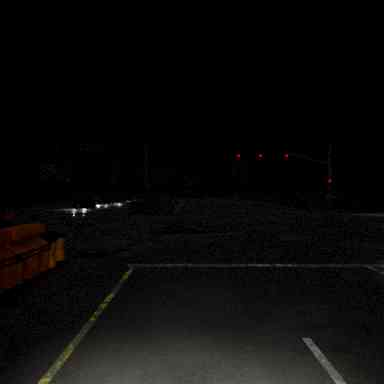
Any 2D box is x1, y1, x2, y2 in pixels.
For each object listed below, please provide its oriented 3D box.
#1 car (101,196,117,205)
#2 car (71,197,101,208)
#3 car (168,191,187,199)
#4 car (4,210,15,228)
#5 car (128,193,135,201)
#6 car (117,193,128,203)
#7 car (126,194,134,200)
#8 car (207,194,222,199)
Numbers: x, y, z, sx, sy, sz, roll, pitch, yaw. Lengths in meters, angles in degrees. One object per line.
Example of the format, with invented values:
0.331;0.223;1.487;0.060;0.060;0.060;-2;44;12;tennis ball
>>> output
-14.077;1.349;54.083;1.994;1.385;4.181;0;0;0;car
-14.091;1.378;43.866;2.033;1.411;5.357;0;0;0;car
-4.265;0.822;95.294;2.150;2.045;5.566;0;0;-22;car
-9.959;1.313;14.113;2.097;1.767;4.553;1;0;19;car
-14.133;1.054;73.601;2.097;1.767;4.553;0;0;-3;car
-14.033;1.345;63.332;1.895;1.301;4.718;0;0;1;car
-15.553;1.154;83.743;1.837;1.490;4.892;0;0;-10;car
6.905;1.145;94.739;2.033;1.411;5.357;0;0;-18;car
